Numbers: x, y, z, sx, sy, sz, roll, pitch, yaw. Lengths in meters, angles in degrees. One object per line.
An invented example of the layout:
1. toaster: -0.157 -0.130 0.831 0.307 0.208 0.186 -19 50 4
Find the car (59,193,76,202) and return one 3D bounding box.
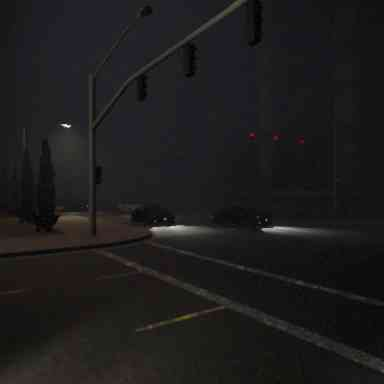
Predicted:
1. car: -20.416 1.245 55.280 2.150 2.045 5.566 0 0 -35

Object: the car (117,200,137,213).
1. car: -6.452 1.545 35.190 1.812 1.442 4.674 0 0 -35

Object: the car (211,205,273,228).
1. car: 3.286 1.581 22.353 1.994 1.385 4.181 0 0 -44

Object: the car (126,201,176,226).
1. car: -2.801 1.592 23.633 1.994 1.385 4.181 0 0 -31

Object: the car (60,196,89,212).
1. car: -13.734 1.532 39.472 1.837 1.490 4.892 0 0 -35
